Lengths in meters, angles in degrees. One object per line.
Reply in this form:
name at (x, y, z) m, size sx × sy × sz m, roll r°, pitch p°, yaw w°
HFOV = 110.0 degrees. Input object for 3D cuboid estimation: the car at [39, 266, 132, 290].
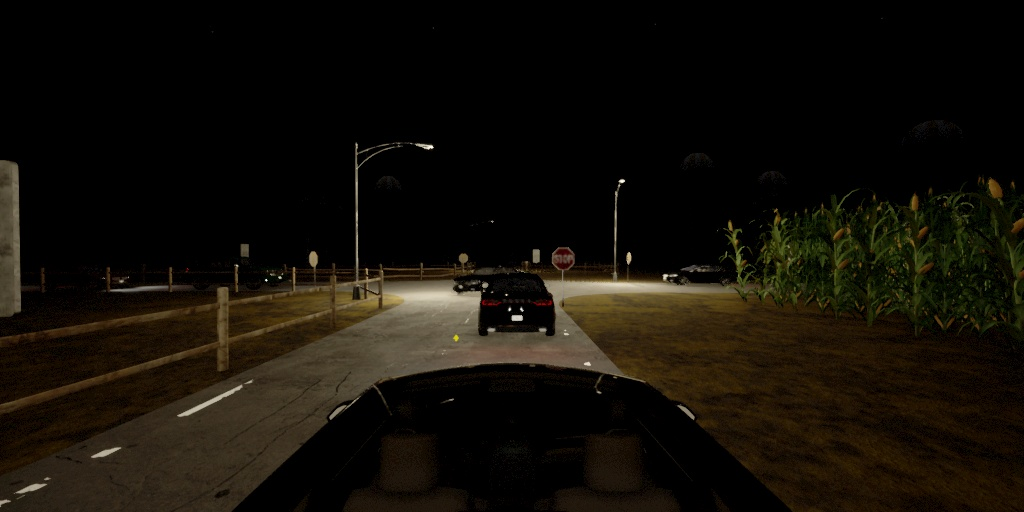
car at (-27.533, 1.377, 23.158) m, size 4.674 × 1.442 × 1.812 m, roll 0°, pitch 1°, yaw 0°

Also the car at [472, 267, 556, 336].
car at (0.119, 1.235, 10.456) m, size 1.882 × 1.535 × 5.008 m, roll 0°, pitch 0°, yaw 0°

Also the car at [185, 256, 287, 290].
car at (-17.703, 1.044, 23.093) m, size 5.566 × 2.045 × 2.150 m, roll 0°, pitch 1°, yaw 0°

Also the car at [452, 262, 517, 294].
car at (-1.168, 1.284, 19.890) m, size 1.882 × 1.535 × 5.008 m, roll -2°, pitch -2°, yaw 34°

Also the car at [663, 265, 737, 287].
car at (13.483, 1.370, 25.857) m, size 4.902 × 1.511 × 2.128 m, roll 0°, pitch 1°, yaw 0°
